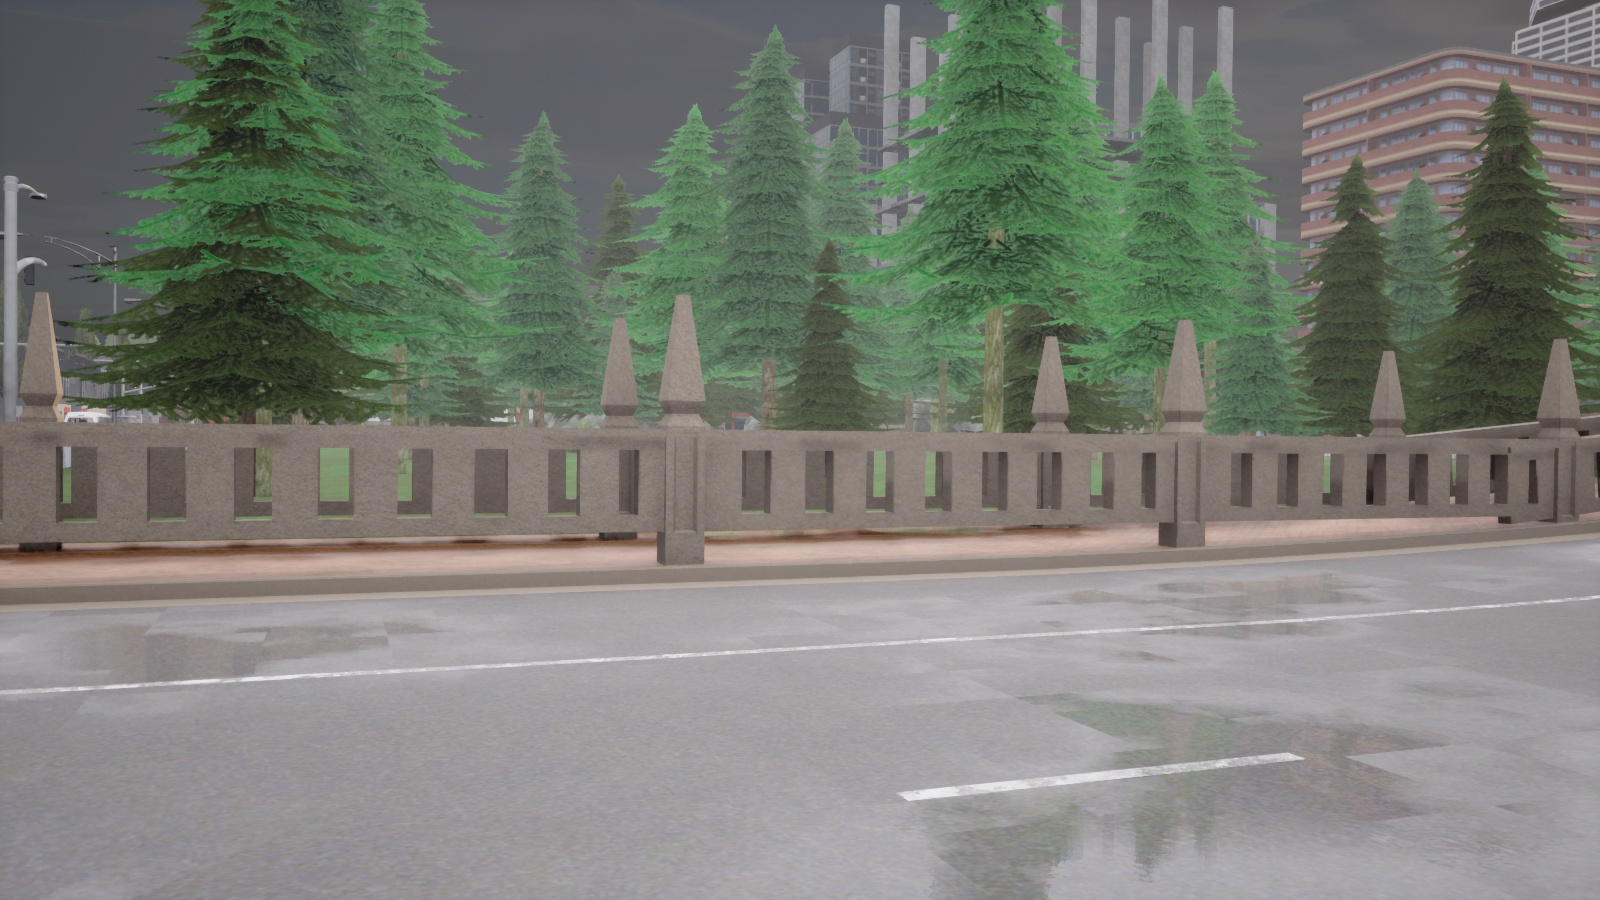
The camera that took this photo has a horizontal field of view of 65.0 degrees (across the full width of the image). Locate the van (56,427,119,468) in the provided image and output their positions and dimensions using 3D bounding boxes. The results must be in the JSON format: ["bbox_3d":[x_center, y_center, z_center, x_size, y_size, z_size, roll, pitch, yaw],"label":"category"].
[{"bbox_3d":[-37.022,-0.148,65.359,2.069,2.038,4.480,-1,1,-19],"label":"van"}]

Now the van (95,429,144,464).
[{"bbox_3d":[-39.894,-0.222,73.684,1.775,1.987,4.442,-1,1,-19],"label":"van"}]
